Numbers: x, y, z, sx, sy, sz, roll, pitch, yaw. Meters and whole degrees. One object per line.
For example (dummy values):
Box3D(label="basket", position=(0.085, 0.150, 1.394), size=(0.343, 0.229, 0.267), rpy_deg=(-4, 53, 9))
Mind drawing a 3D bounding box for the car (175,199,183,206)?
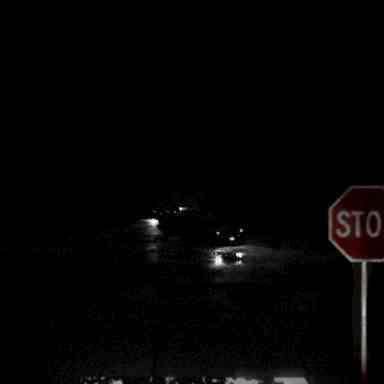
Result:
Box3D(label="car", position=(-2.803, 1.939, 47.094), size=(2.033, 1.411, 5.357), rpy_deg=(0, -1, 0))

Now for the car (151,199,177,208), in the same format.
Box3D(label="car", position=(-2.823, 1.752, 32.742), size=(1.837, 1.490, 4.892), rpy_deg=(0, -1, 0))

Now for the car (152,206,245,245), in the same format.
Box3D(label="car", position=(0.195, 1.663, 16.677), size=(2.033, 1.411, 5.357), rpy_deg=(0, 0, -36))

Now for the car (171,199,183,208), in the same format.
Box3D(label="car", position=(-2.736, 2.049, 60.531), size=(1.837, 1.490, 4.892), rpy_deg=(0, -1, 1))
